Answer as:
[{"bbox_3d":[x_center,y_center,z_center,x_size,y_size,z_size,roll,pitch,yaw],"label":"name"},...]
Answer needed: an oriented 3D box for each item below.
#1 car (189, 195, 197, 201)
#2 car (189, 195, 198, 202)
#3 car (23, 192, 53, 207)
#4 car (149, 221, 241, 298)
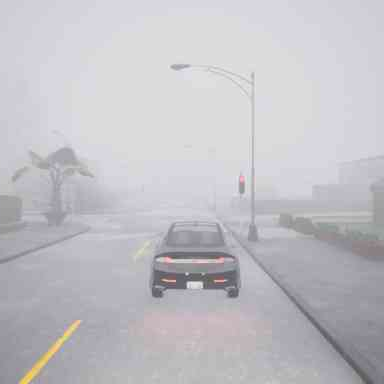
[{"bbox_3d":[0.355,1.541,84.675,1.994,1.385,4.181,0,0,0],"label":"car"},{"bbox_3d":[0.312,1.465,74.440,1.882,1.535,5.008,0,0,0],"label":"car"},{"bbox_3d":[-19.580,0.985,42.969,1.905,1.878,3.866,0,0,35],"label":"car"},{"bbox_3d":[0.086,1.491,8.505,2.128,1.511,4.902,0,0,1],"label":"car"}]
